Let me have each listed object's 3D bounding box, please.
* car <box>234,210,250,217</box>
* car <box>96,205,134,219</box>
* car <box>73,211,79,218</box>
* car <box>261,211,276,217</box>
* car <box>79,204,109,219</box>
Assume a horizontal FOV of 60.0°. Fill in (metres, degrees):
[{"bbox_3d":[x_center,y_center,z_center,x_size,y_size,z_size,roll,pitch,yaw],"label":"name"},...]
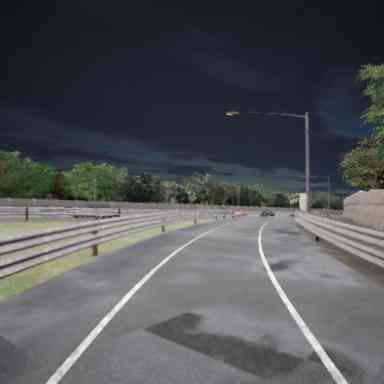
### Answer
[{"bbox_3d":[12.023,5.104,79.920,2.097,1.767,4.553,-3,-5,41],"label":"car"},{"bbox_3d":[-9.775,2.841,44.229,1.837,1.490,4.892,-3,-5,41],"label":"car"},{"bbox_3d":[-15.086,2.936,48.792,2.097,1.767,4.553,-3,-5,41],"label":"car"},{"bbox_3d":[17.325,5.005,75.349,1.837,1.490,4.892,-3,-5,41],"label":"car"},{"bbox_3d":[-12.389,2.673,46.569,2.150,2.045,5.566,-3,-5,41],"label":"car"}]
